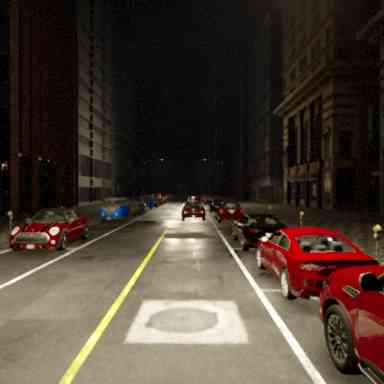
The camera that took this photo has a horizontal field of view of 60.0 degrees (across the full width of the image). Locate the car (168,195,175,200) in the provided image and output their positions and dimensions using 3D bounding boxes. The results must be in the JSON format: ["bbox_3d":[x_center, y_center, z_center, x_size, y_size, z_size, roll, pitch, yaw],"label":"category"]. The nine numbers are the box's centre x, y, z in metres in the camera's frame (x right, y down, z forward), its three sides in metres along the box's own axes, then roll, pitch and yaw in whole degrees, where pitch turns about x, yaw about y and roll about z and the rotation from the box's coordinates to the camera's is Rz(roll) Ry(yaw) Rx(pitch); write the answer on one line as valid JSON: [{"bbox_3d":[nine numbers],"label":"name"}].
[{"bbox_3d":[-5.712,1.518,92.768,1.802,1.307,4.206,0,0,0],"label":"car"}]

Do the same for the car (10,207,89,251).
[{"bbox_3d":[-5.757,1.424,13.855,1.967,1.590,4.097,0,0,0],"label":"car"}]

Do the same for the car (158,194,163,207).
[{"bbox_3d":[-5.738,1.393,47.674,1.967,1.590,4.097,0,0,0],"label":"car"}]

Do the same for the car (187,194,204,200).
[{"bbox_3d":[0.126,1.445,45.868,2.128,1.511,4.902,0,0,0],"label":"car"}]

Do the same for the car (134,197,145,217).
[{"bbox_3d":[-5.747,1.491,30.595,1.752,1.417,4.829,0,0,0],"label":"car"}]

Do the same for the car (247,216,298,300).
[{"bbox_3d":[2.765,1.536,8.222,1.887,1.381,4.507,0,0,0],"label":"car"}]

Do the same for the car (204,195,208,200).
[{"bbox_3d":[2.791,1.532,53.312,1.802,1.307,4.206,0,0,0],"label":"car"}]

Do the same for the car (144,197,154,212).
[{"bbox_3d":[-5.744,1.511,36.401,2.008,1.369,4.403,0,0,0],"label":"car"}]

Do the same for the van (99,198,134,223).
[{"bbox_3d":[-5.751,1.312,25.128,1.690,1.788,3.998,0,0,0],"label":"van"}]

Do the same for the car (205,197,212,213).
[{"bbox_3d":[2.781,1.527,36.403,1.947,1.339,4.313,0,0,0],"label":"car"}]

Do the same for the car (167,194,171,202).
[{"bbox_3d":[-5.728,1.507,64.584,1.947,1.339,4.313,0,0,0],"label":"car"}]

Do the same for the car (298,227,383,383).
[{"bbox_3d":[2.761,1.312,2.586,2.192,1.841,5.009,0,0,0],"label":"car"}]

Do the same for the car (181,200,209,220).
[{"bbox_3d":[0.117,1.570,27.373,1.895,1.301,4.718,0,0,0],"label":"car"}]

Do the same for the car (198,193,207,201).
[{"bbox_3d":[2.808,1.251,87.129,2.192,1.841,5.009,0,0,0],"label":"car"}]

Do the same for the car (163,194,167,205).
[{"bbox_3d":[-5.735,1.264,53.311,2.192,1.841,5.009,0,0,0],"label":"car"}]

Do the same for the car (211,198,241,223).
[{"bbox_3d":[2.774,1.412,25.130,1.967,1.590,4.097,0,0,0],"label":"car"}]

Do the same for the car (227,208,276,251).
[{"bbox_3d":[2.768,1.550,13.859,1.947,1.339,4.313,0,0,0],"label":"car"}]

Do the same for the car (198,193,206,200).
[{"bbox_3d":[2.811,1.252,92.766,2.192,1.841,5.009,0,0,0],"label":"car"}]

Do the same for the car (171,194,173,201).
[{"bbox_3d":[-5.725,1.489,70.221,2.008,1.369,4.403,0,0,0],"label":"car"}]

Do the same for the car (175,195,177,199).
[{"bbox_3d":[-5.716,1.461,86.961,1.752,1.417,4.829,0,0,0],"label":"car"}]

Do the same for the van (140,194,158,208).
[{"bbox_3d":[-5.742,1.298,42.038,1.690,1.788,3.998,0,0,0],"label":"van"}]

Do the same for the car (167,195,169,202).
[{"bbox_3d":[-5.731,1.511,58.948,1.947,1.339,4.313,0,0,0],"label":"car"}]
